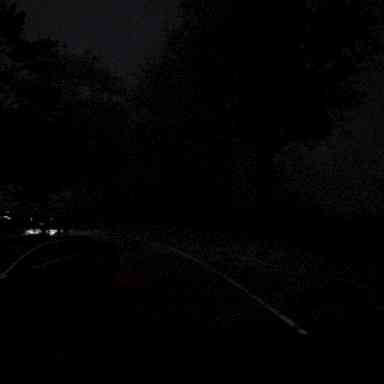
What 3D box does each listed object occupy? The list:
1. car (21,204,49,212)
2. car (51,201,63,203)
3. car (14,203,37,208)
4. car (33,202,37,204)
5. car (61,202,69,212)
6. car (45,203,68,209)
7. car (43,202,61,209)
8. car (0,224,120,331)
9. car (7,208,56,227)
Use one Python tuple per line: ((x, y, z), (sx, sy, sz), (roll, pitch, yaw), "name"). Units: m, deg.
((-31.702, 3.187, 67.230), (4.674, 1.452, 2.002), (0, -1, -6), "car")
((-32.568, 3.358, 75.662), (4.674, 1.452, 2.002), (0, -1, -6), "car")
((-25.424, 2.781, 49.413), (2.033, 1.411, 5.357), (0, -1, -6), "car")
((-31.441, 2.837, 64.423), (5.566, 2.045, 2.435), (0, -1, -6), "car")
((-23.713, 3.116, 64.963), (1.994, 1.385, 4.181), (0, -1, -5), "car")
((-33.172, 3.458, 81.280), (4.792, 1.488, 2.163), (0, -1, -6), "car")
((-22.377, 2.784, 51.741), (1.812, 1.442, 4.674), (0, -1, -5), "car")
((-3.318, 1.629, 6.395), (2.128, 1.511, 4.902), (-1, -1, 21), "car")
((-12.945, 2.175, 26.856), (1.895, 1.301, 4.718), (0, -2, -44), "car")
